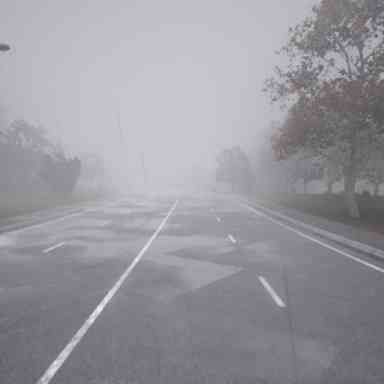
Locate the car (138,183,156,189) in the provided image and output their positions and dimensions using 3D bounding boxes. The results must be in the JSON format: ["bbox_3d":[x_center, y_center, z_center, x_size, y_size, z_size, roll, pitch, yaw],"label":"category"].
[{"bbox_3d":[-11.461,-1.659,87.033,1.882,1.535,5.008,0,2,-40],"label":"car"}]

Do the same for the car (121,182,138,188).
[{"bbox_3d":[-15.745,-1.701,86.603,1.994,1.385,4.181,0,2,-45],"label":"car"}]
